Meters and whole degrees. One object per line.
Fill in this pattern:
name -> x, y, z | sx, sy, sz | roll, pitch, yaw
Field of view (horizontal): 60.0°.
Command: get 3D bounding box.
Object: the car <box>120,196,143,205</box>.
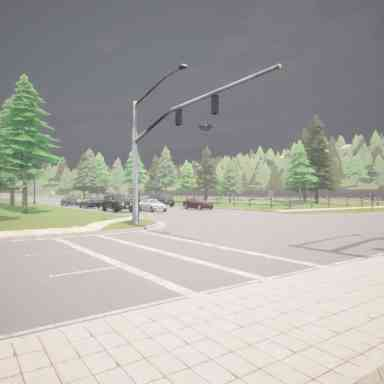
car -> -10.950, 1.547, 59.594 | 2.033, 1.411, 5.357 | 0, 0, -35

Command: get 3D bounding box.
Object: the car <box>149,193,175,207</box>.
car -> -4.826, 1.221, 50.831 | 2.150, 2.045, 5.566 | 0, 0, -35

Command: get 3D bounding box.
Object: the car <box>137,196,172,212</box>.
car -> -4.637, 1.526, 38.424 | 1.812, 1.442, 4.674 | 0, 0, -35

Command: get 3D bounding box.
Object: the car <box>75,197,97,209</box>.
car -> -14.132, 1.601, 45.813 | 1.895, 1.301, 4.718 | 0, 0, -35

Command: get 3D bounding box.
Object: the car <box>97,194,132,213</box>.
car -> -8.506, 1.221, 37.825 | 2.150, 2.045, 5.566 | 0, 0, -36

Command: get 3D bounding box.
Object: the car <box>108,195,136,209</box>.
car -> -9.691, 1.352, 45.582 | 2.097, 1.767, 4.553 | 0, 0, -35

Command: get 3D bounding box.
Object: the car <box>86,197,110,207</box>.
car -> -15.147, 1.547, 53.353 | 2.033, 1.411, 5.357 | 0, 0, -35

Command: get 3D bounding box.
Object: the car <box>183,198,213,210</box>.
car -> 0.750, 1.478, 42.900 | 1.882, 1.535, 5.008 | 0, 0, -35

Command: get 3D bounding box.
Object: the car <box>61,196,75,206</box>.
car -> -20.055, 1.505, 54.266 | 1.837, 1.490, 4.892 | 0, 0, -35
